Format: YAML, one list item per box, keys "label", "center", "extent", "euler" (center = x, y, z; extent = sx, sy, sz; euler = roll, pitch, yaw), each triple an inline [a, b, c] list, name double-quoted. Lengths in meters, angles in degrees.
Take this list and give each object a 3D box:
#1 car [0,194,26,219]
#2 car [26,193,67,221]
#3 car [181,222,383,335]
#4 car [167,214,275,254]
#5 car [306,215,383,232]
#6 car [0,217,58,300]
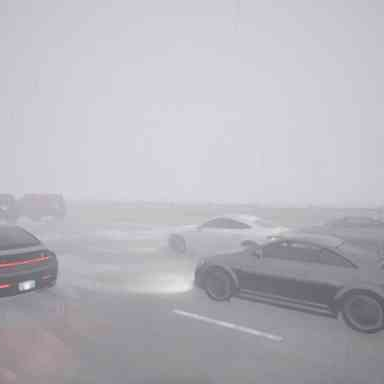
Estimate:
- label: "car"
  center: [-13.912, 1.121, 22.512]
  extent: [5.566, 2.045, 2.150]
  euler: [0, 0, 35]
- label: "car"
  center: [-11.877, 1.121, 25.357]
  extent: [5.566, 2.045, 2.150]
  euler: [0, 0, 35]
- label: "car"
  center: [2.099, 1.556, 6.797]
  extent: [4.181, 1.385, 1.994]
  euler: [0, 0, 35]
- label: "car"
  center: [1.253, 1.503, 11.681]
  extent: [4.674, 1.442, 1.812]
  euler: [0, 0, 35]
- label: "car"
  center: [6.071, 1.556, 12.561]
  extent: [4.181, 1.385, 1.994]
  euler: [0, 0, 35]
- label: "car"
  center: [-5.030, 1.470, 7.579]
  extent: [4.892, 1.490, 1.837]
  euler: [0, 0, 35]
